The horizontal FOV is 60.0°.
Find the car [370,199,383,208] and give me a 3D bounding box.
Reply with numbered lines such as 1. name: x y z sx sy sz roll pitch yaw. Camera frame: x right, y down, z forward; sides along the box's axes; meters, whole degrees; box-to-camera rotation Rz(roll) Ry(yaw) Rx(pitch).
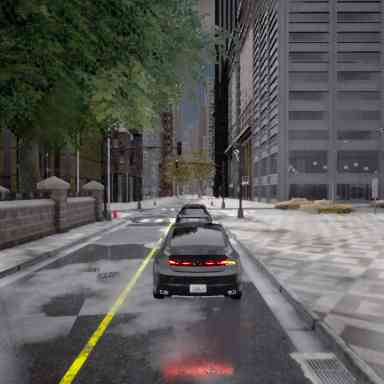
1. car: 23.452 1.146 38.988 4.829 1.417 1.752 -1 1 0

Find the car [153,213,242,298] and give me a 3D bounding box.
1. car: 0.114 1.508 8.471 1.837 1.490 4.892 0 0 0

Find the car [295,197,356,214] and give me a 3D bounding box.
1. car: 12.411 1.343 30.527 4.829 1.417 1.752 -1 1 0

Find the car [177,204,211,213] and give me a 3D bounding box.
1. car: 0.101 1.441 18.601 2.033 1.649 4.856 0 0 1

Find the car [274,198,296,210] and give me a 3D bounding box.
1. car: 12.111 1.330 39.054 4.829 1.417 1.752 -1 1 0
